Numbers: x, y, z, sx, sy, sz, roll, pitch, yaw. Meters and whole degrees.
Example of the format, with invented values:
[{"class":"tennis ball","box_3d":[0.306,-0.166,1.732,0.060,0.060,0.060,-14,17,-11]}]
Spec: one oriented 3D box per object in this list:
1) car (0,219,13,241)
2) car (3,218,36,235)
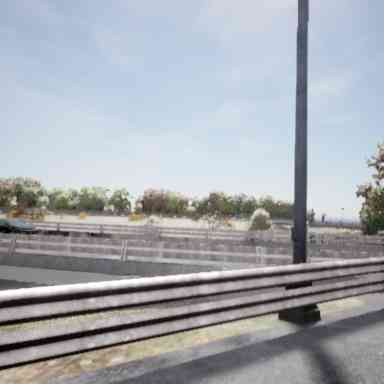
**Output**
[{"class":"car","box_3d":[-14.089,2.523,20.869,4.892,1.490,1.837,1,-3,18]},{"class":"car","box_3d":[-15.974,3.078,29.134,5.008,1.535,1.882,0,-4,22]}]
